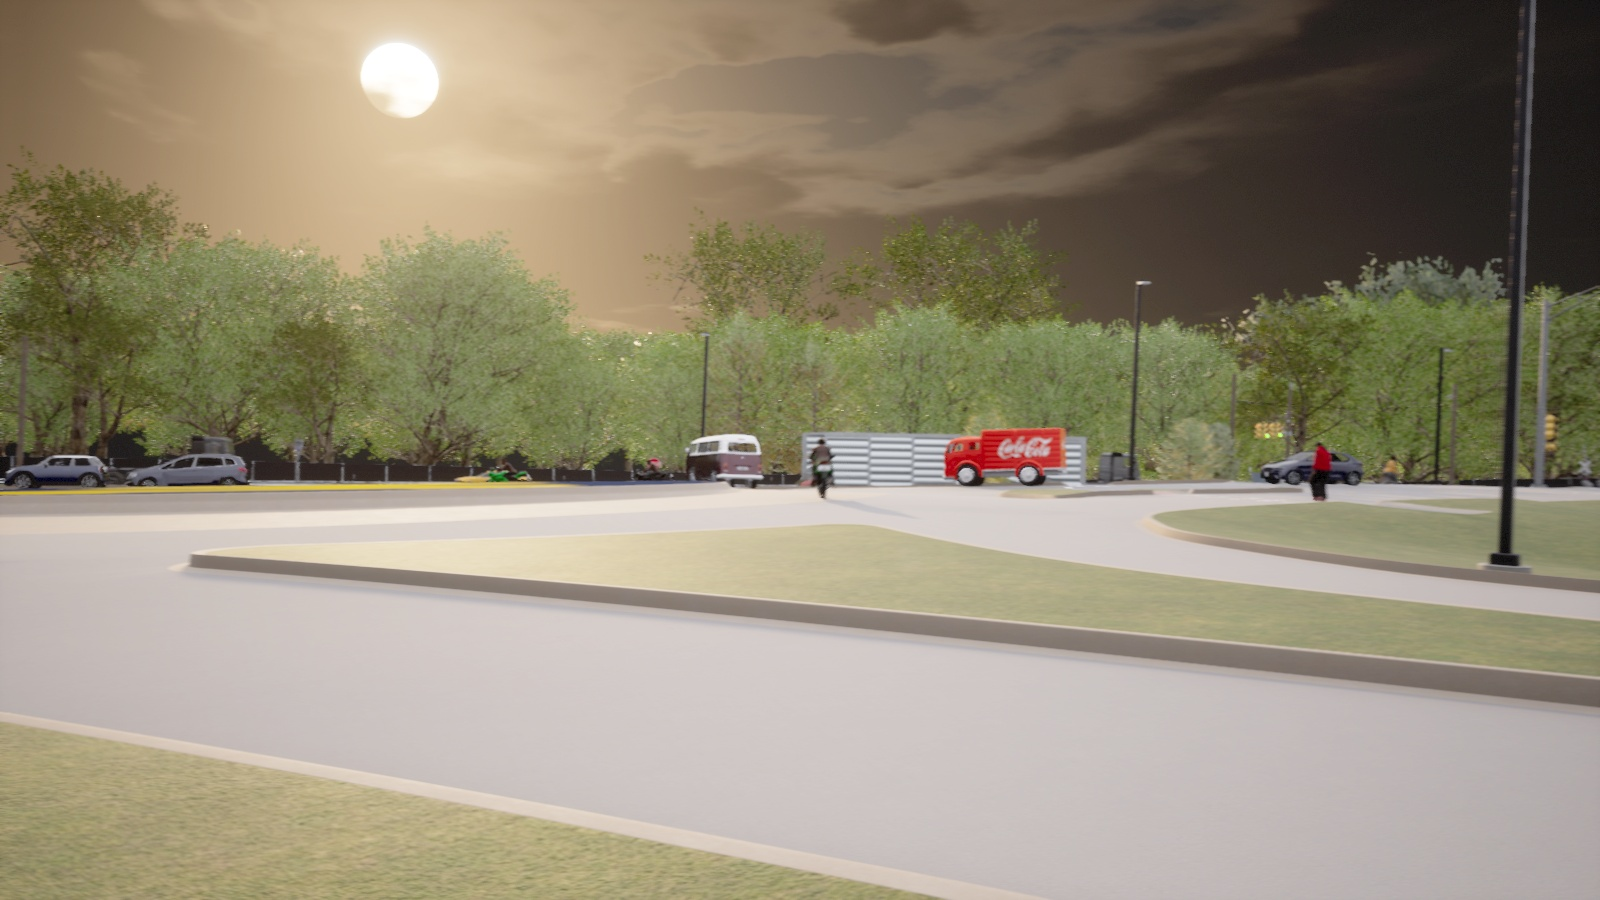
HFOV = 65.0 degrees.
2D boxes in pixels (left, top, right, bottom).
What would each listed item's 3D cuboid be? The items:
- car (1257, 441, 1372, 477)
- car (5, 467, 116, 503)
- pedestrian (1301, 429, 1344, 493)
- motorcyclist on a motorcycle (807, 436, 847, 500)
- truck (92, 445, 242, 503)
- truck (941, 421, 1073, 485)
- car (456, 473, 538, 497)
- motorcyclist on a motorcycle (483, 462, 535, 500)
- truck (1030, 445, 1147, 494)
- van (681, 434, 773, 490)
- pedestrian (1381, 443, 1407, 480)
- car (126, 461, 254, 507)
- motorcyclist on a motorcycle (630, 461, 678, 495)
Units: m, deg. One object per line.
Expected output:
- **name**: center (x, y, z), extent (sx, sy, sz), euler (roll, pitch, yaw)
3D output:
- **car**: center (21.661, 0.351, 52.934), extent (4.193, 1.474, 1.816), euler (0, 1, -11)
- **car**: center (-32.183, 1.509, 54.742), extent (3.806, 1.475, 1.970), euler (0, 0, -18)
- **pedestrian**: center (15.176, 0.314, 36.486), extent (0.634, 1.844, 0.899), euler (2, 0, -31)
- **motorcyclist on a motorcycle**: center (0.653, 0.437, 31.107), extent (0.797, 1.523, 2.044), euler (-2, 0, -3)
- **truck**: center (-39.119, 1.462, 77.919), extent (7.936, 3.462, 2.891), euler (0, 0, -16)
- **truck**: center (9.037, 0.169, 54.574), extent (5.204, 2.467, 2.627), euler (-3, -1, 18)
- **car**: center (-20.837, 2.388, 86.513), extent (5.366, 1.575, 1.801), euler (0, 1, -10)
- **motorcyclist on a motorcycle**: center (-12.525, 1.329, 54.018), extent (2.044, 1.523, 0.797), euler (-1, -6, 2)
- **truck**: center (21.332, 1.413, 93.100), extent (7.936, 3.462, 2.891), euler (0, 1, -11)
- **van**: center (-2.884, 0.519, 48.564), extent (2.069, 2.038, 4.480), euler (1, -2, -24)
- **pedestrian**: center (30.037, 0.584, 63.514), extent (0.900, 1.855, 0.874), euler (1, 0, 1)
- **car**: center (-24.979, 1.388, 51.490), extent (4.611, 1.667, 2.242), euler (-1, -3, -27)
- **motorcyclist on a motorcycle**: center (-6.771, 1.310, 58.373), extent (2.044, 1.523, 0.797), euler (-2, -2, 5)
